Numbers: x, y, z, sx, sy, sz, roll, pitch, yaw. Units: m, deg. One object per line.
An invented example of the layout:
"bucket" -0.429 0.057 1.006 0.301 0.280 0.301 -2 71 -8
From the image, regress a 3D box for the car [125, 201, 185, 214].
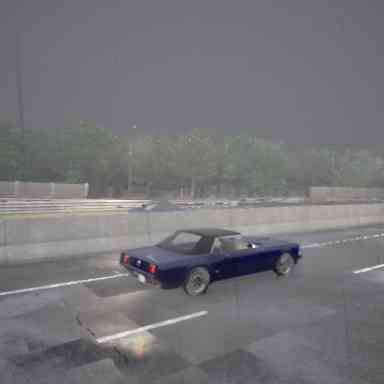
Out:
"car" -2.526 1.523 23.678 4.674 1.442 1.812 0 0 -35

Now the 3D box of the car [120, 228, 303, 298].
"car" 0.708 1.598 8.558 4.718 1.301 1.895 0 0 -36

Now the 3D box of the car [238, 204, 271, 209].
"car" 4.468 1.565 24.348 4.181 1.385 1.994 0 0 -35

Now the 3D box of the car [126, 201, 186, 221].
"car" -2.909 1.523 27.701 4.674 1.442 1.812 0 0 -35
